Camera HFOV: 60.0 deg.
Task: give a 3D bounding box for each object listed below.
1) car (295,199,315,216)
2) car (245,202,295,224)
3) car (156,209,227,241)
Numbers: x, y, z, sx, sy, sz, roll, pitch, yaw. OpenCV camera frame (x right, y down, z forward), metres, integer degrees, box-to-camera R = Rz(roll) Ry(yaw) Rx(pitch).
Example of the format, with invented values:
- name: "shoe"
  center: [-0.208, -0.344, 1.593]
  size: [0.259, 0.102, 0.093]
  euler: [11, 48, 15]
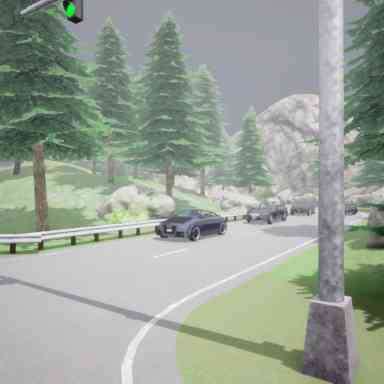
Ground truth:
- name: "car"
  center: [11.271, 1.520, 33.659]
  size: [1.837, 1.490, 4.892]
  euler: [0, 0, 27]
- name: "car"
  center: [5.709, 1.507, 25.088]
  size: [2.128, 1.511, 4.902]
  euler: [0, 0, 35]
- name: "car"
  center: [0.085, 1.579, 16.886]
  size: [1.994, 1.385, 4.181]
  euler: [0, 0, 34]
